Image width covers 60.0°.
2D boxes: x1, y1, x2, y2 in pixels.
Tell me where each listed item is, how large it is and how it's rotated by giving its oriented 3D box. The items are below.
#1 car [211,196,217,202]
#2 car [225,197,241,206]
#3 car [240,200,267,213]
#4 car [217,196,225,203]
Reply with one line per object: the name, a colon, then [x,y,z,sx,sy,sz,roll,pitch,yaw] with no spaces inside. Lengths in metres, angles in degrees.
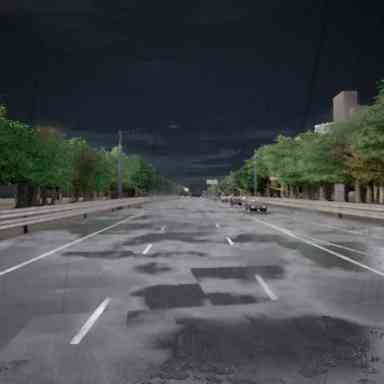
car: [7.159,1.888,91.625,2.128,1.511,4.902,0,-1,0]
car: [7.003,1.549,54.193,1.837,1.490,4.892,0,0,0]
car: [6.979,1.621,37.095,1.895,1.301,4.718,0,0,0]
car: [7.061,1.752,72.709,1.895,1.301,4.718,0,-1,0]
